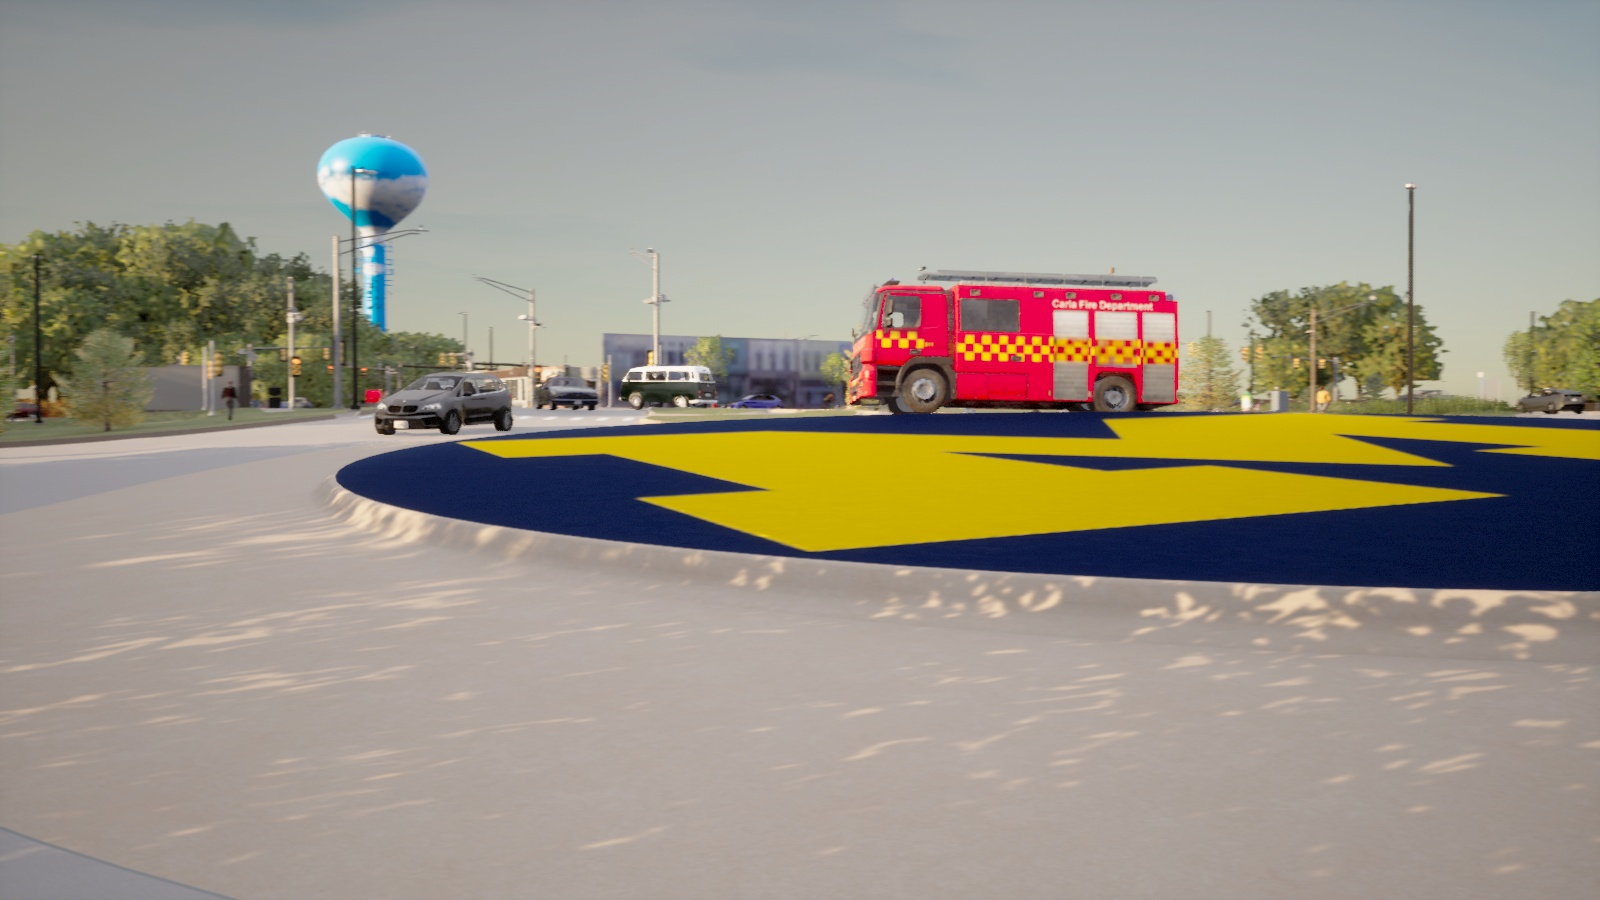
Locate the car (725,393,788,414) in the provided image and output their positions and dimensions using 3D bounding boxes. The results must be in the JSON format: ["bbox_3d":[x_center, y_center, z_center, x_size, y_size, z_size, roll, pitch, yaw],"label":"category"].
[{"bbox_3d":[-3.188,-3.386,91.935,4.193,1.474,1.816,0,1,-26],"label":"car"}]

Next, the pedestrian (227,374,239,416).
[{"bbox_3d":[-25.015,-2.420,55.401,0.376,1.854,0.720,0,1,-13],"label":"pedestrian"}]

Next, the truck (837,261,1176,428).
[{"bbox_3d":[5.405,-2.705,33.643,8.468,3.827,2.891,2,-3,-5],"label":"truck"}]

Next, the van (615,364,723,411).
[{"bbox_3d":[-5.968,-2.857,57.236,4.480,2.038,2.069,3,2,28],"label":"van"}]

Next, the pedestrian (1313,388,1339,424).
[{"bbox_3d":[27.544,-2.277,65.783,0.900,1.855,0.874,0,1,-35],"label":"pedestrian"}]

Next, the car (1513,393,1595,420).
[{"bbox_3d":[45.589,-2.626,76.069,2.007,1.525,4.514,0,2,-4],"label":"car"}]

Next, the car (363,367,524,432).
[{"bbox_3d":[-9.785,-1.450,34.937,2.242,1.667,4.611,1,4,15],"label":"car"}]

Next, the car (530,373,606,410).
[{"bbox_3d":[-9.741,-2.427,52.384,2.033,1.411,5.357,0,2,-22],"label":"car"}]

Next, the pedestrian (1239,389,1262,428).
[{"bbox_3d":[22.853,-2.092,63.726,0.873,1.952,0.659,0,1,-29],"label":"pedestrian"}]

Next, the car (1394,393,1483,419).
[{"bbox_3d":[38.850,-2.672,76.569,2.128,1.511,4.902,-1,2,-15],"label":"car"}]
